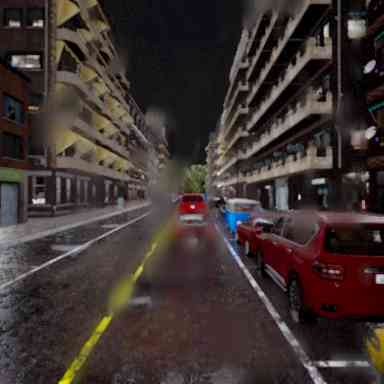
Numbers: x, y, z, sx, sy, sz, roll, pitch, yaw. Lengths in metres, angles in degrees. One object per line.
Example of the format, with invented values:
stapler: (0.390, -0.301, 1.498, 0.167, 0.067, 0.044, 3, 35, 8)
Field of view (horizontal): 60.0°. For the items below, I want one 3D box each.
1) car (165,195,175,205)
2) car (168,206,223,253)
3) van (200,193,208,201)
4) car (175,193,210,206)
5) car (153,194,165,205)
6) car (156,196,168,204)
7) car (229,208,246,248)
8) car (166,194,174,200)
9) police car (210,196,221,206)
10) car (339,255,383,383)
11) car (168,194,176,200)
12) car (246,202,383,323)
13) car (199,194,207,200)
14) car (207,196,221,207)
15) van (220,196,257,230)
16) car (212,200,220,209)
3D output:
car: (-2.968, 1.365, 57.355, 2.128, 1.511, 4.902, 0, 0, 1)
car: (0.071, 1.496, 13.385, 1.812, 1.442, 4.674, 0, 0, 1)
van: (2.836, 1.167, 79.470, 1.690, 1.788, 3.998, 1, 0, 0)
car: (0.076, 1.163, 26.810, 2.150, 2.045, 5.566, 0, 0, 1)
car: (-5.583, 1.189, 57.239, 2.192, 1.841, 5.009, 1, 0, 0)
car: (-5.578, 1.444, 62.811, 1.802, 1.307, 4.206, 1, 0, 0)
car: (2.722, 1.516, 12.617, 1.887, 1.381, 4.507, 1, 0, 0)
car: (-5.541, 1.340, 84.924, 1.752, 1.417, 4.829, 1, 0, 0)
police car: (3.202, 1.331, 42.323, 1.930, 1.638, 5.238, 0, 0, 0)
car: (2.704, 1.521, 1.644, 1.752, 1.417, 4.829, 1, 0, 0)
car: (-5.533, 1.368, 90.666, 1.947, 1.339, 4.313, 1, 0, 0)
car: (2.716, 1.299, 7.045, 2.192, 1.841, 5.009, 1, 0, 0)
car: (2.847, 1.338, 85.212, 1.752, 1.417, 4.829, 1, 0, 0)
car: (3.228, 1.417, 49.214, 1.812, 1.442, 4.674, 0, 0, 0)
van: (2.734, 1.300, 18.187, 1.690, 1.788, 3.998, 1, 0, 0)
car: (2.739, 1.498, 23.759, 2.008, 1.369, 4.403, 1, 0, 0)
